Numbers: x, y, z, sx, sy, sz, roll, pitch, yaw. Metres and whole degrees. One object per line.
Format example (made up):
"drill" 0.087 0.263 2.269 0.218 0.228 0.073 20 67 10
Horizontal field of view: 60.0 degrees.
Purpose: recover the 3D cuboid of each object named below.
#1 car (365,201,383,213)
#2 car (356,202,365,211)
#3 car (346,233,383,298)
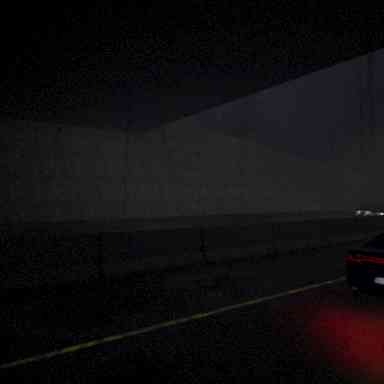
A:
"car" 25.021 1.932 43.316 4.674 1.442 1.812 1 -1 -35
"car" 26.052 1.988 48.310 5.357 1.411 2.033 1 0 -35
"car" 5.609 1.558 7.755 5.008 1.535 1.882 1 0 -36
